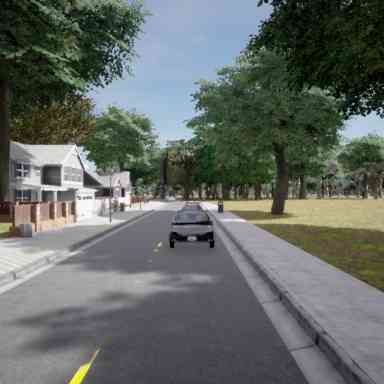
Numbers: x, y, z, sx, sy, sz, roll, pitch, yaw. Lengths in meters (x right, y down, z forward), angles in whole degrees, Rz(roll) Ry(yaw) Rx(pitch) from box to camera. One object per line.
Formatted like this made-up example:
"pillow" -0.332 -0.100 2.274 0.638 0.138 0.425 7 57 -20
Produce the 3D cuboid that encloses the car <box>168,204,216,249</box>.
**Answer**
"car" 0.000 1.497 14.650 2.128 1.511 4.902 0 0 0

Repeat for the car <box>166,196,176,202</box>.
"car" -4.845 1.664 75.448 1.895 1.301 4.718 0 0 -11

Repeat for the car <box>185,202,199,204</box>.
"car" 0.000 1.585 29.651 1.994 1.385 4.181 0 0 0
